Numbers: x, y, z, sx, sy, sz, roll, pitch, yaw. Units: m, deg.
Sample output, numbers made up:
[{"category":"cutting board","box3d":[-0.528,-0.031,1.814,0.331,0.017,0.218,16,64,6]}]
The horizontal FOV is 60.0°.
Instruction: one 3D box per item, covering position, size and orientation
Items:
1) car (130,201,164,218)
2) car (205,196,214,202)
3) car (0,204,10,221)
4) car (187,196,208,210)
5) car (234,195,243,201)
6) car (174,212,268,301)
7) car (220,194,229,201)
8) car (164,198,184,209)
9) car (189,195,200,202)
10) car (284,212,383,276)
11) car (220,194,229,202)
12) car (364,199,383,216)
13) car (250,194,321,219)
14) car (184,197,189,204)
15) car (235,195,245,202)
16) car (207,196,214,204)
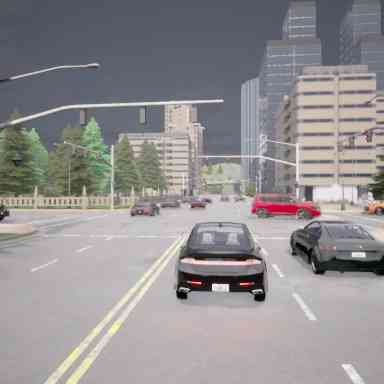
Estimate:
[{"category":"car","box3d":[-4.261,1.564,30.678,1.994,1.385,4.181,0,0,7]},{"category":"car","box3d":[4.272,1.584,79.283,1.895,1.301,4.718,0,0,5]},{"category":"car","box3d":[-16.619,1.221,24.784,5.566,2.045,2.150,0,0,7]},{"category":"car","box3d":[0.835,1.601,43.925,1.895,1.301,4.718,0,0,4]},{"category":"car","box3d":[11.896,1.537,85.447,2.033,1.411,5.357,0,0,5]},{"category":"car","box3d":[0.710,1.492,8.339,2.128,1.511,4.902,0,0,5]},{"category":"car","box3d":[8.409,1.353,85.751,2.097,1.767,4.553,0,0,5]},{"category":"car","box3d":[-2.799,1.564,44.543,1.994,1.385,4.181,0,0,9]},{"category":"car","box3d":[0.622,1.534,77.892,2.033,1.411,5.357,0,0,5]},{"category":"car","box3d":[4.404,1.564,10.446,1.994,1.385,4.181,0,0,5]},{"category":"car","box3d":[7.612,1.549,77.449,1.994,1.385,4.181,0,0,5]},{"category":"car","box3d":[19.180,1.352,32.156,4.553,1.767,2.097,0,0,7]},{"category":"car","box3d":[7.612,1.221,27.374,5.566,2.045,2.150,0,1,29]},{"category":"car","box3d":[-0.882,1.565,62.828,1.994,1.385,4.181,0,0,6]},{"category":"car","box3d":[11.002,1.591,76.141,1.895,1.301,4.718,0,0,5]},{"category":"car","box3d":[2.784,1.601,64.236,1.895,1.301,4.718,0,0,6]}]
